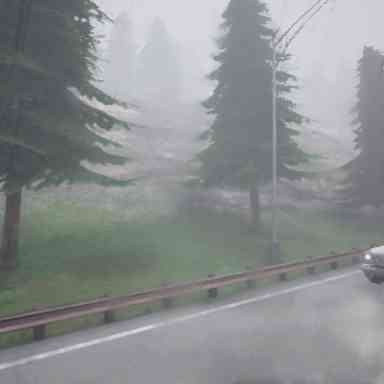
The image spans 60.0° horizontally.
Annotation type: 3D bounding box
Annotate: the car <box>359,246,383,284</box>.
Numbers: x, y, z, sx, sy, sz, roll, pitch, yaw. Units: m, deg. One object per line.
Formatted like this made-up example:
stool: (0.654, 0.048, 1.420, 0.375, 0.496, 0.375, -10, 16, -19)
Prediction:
car: (6.265, 1.597, 8.383, 4.718, 1.301, 1.895, 0, 0, -35)
